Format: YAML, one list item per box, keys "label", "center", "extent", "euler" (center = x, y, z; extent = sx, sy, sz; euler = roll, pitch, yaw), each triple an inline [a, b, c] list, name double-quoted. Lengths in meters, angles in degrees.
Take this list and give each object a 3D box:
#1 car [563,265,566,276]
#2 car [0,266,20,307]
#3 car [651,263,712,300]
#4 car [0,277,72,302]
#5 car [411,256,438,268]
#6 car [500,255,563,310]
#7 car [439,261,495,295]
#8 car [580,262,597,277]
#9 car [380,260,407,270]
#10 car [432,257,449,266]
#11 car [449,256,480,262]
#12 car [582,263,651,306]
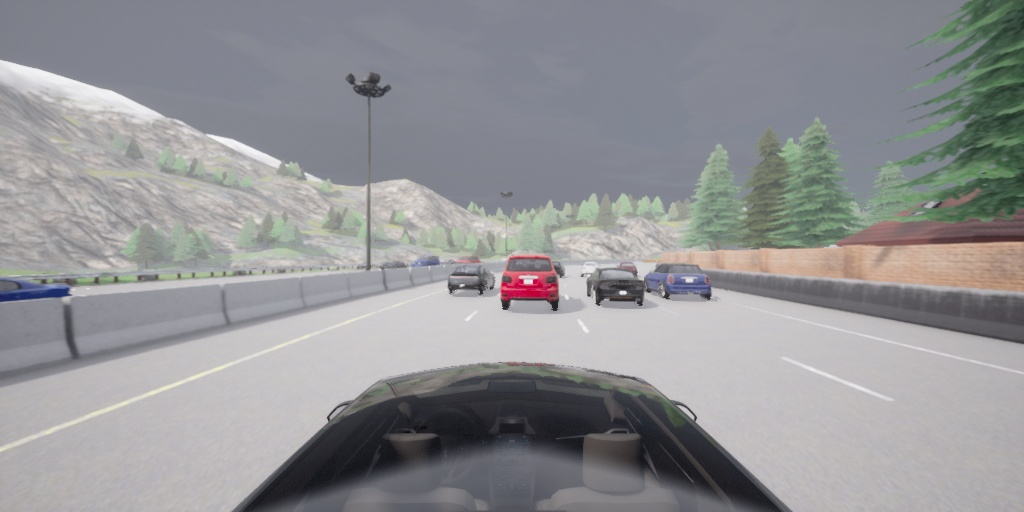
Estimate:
- label: "car"
  center: [4.192, 1.292, 35.364]
  extent: [1.837, 1.490, 4.892]
  euler: [0, 0, 13]
- label: "car"
  center: [-20.646, 1.176, 11.791]
  extent: [1.882, 1.535, 5.008]
  euler: [0, 0, 4]
- label: "car"
  center: [8.247, 1.137, 18.286]
  extent: [2.097, 1.767, 4.553]
  euler: [0, 0, 6]
- label: "car"
  center: [-13.842, 1.193, 8.337]
  extent: [1.882, 1.535, 5.008]
  euler: [0, 0, 3]
- label: "car"
  center: [-12.746, 0.973, 53.440]
  extent: [2.150, 2.045, 5.566]
  euler: [0, 0, 18]
- label: "car"
  center: [0.837, 0.984, 15.026]
  extent: [2.150, 2.045, 5.566]
  euler: [0, 0, 6]
- label: "car"
  center: [-2.139, 1.249, 19.839]
  extent: [2.128, 1.511, 4.902]
  euler: [0, 0, 7]
- label: "car"
  center: [7.997, 1.324, 36.315]
  extent: [1.812, 1.442, 4.674]
  euler: [0, 0, 13]
- label: "car"
  center: [-16.992, 1.302, 51.554]
  extent: [1.994, 1.385, 4.181]
  euler: [0, 0, 17]
- label: "car"
  center: [-9.269, 1.254, 52.780]
  extent: [2.128, 1.511, 4.902]
  euler: [0, 0, 18]
- label: "car"
  center: [-6.293, 0.993, 50.740]
  extent: [2.150, 2.045, 5.566]
  euler: [0, 0, 18]
- label: "car"
  center: [4.471, 1.251, 16.110]
  extent: [1.882, 1.535, 5.008]
  euler: [0, 0, 6]
